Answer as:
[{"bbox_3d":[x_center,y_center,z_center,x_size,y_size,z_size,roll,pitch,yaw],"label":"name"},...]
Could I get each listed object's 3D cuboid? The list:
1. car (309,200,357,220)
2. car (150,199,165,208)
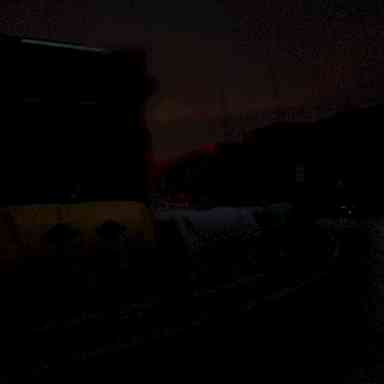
[{"bbox_3d":[10.879,1.374,26.716,2.128,1.511,4.902,-2,-1,-17],"label":"car"},{"bbox_3d":[-6.610,2.096,63.605,2.097,1.767,4.553,-2,2,-21],"label":"car"}]
